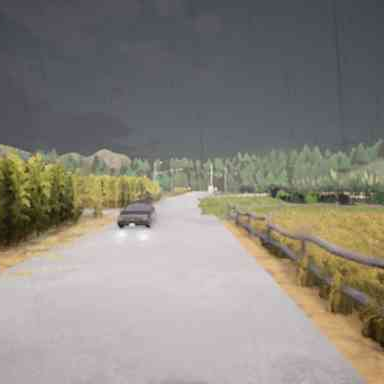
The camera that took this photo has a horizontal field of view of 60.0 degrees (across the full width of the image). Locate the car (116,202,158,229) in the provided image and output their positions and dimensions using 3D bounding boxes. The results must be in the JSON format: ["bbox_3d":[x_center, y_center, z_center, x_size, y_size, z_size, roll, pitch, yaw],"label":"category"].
[{"bbox_3d":[-3.210,1.351,20.516,2.033,1.411,5.357,0,1,0],"label":"car"}]
